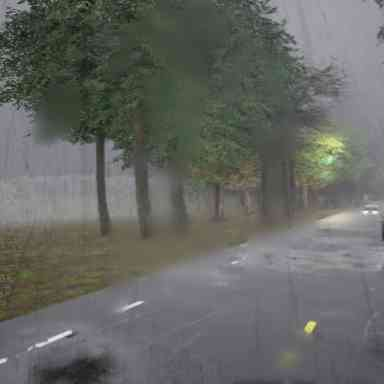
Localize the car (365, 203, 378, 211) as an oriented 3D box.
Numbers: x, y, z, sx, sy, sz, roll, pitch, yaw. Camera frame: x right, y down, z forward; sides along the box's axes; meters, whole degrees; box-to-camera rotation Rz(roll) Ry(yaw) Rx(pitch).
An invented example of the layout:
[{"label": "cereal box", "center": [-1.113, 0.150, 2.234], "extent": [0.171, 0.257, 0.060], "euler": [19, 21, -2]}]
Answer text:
[{"label": "car", "center": [31.092, 2.578, 57.641], "extent": [1.895, 1.301, 4.718], "euler": [-1, -2, 31]}]

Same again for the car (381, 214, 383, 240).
[{"label": "car", "center": [11.511, 1.609, 18.024], "extent": [2.097, 1.767, 4.553], "euler": [-1, -2, 31]}]
